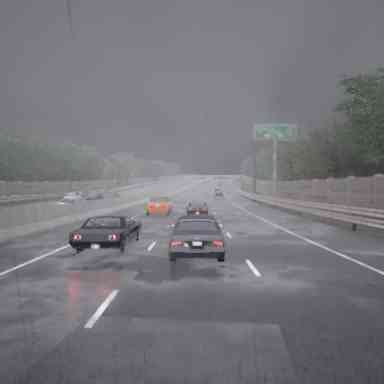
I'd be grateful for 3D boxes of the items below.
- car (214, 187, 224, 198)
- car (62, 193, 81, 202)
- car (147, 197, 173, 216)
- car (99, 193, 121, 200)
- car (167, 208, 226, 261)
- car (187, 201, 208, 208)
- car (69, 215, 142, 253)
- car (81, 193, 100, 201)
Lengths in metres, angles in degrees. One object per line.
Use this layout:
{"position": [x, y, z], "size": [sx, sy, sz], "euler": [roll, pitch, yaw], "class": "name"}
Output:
{"position": [5.620, 0.376, 69.500], "size": [1.882, 1.535, 5.008], "euler": [0, 2, 3], "class": "car"}
{"position": [-19.721, 0.932, 55.060], "size": [1.812, 1.442, 4.674], "euler": [0, 2, 3], "class": "car"}
{"position": [-2.941, 1.205, 31.408], "size": [2.097, 1.767, 4.553], "euler": [0, 1, 1], "class": "car"}
{"position": [-12.802, 0.948, 53.523], "size": [1.837, 1.490, 4.892], "euler": [0, 1, 3], "class": "car"}
{"position": [0.179, 1.540, 12.153], "size": [2.033, 1.411, 5.357], "euler": [0, 0, 1], "class": "car"}
{"position": [0.533, 1.466, 30.577], "size": [1.895, 1.301, 4.718], "euler": [0, 1, 2], "class": "car"}
{"position": [-3.300, 1.589, 13.689], "size": [1.895, 1.301, 4.718], "euler": [0, 0, 1], "class": "car"}
{"position": [-16.210, 0.875, 55.414], "size": [1.882, 1.535, 5.008], "euler": [0, 1, 3], "class": "car"}
